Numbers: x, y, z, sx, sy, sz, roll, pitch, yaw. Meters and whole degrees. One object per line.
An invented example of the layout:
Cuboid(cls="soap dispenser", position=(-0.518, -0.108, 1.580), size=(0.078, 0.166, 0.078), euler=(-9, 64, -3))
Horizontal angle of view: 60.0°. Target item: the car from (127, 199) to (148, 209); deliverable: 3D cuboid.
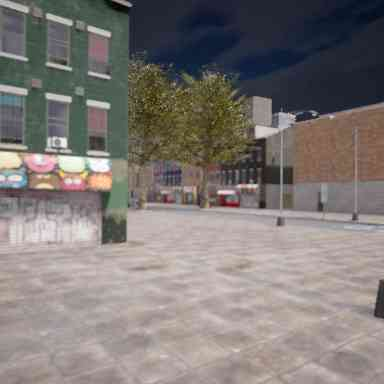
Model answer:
Cuboid(cls="car", position=(-7.989, 1.612, 45.438), size=(2.033, 1.411, 5.357), euler=(1, 0, -35))
